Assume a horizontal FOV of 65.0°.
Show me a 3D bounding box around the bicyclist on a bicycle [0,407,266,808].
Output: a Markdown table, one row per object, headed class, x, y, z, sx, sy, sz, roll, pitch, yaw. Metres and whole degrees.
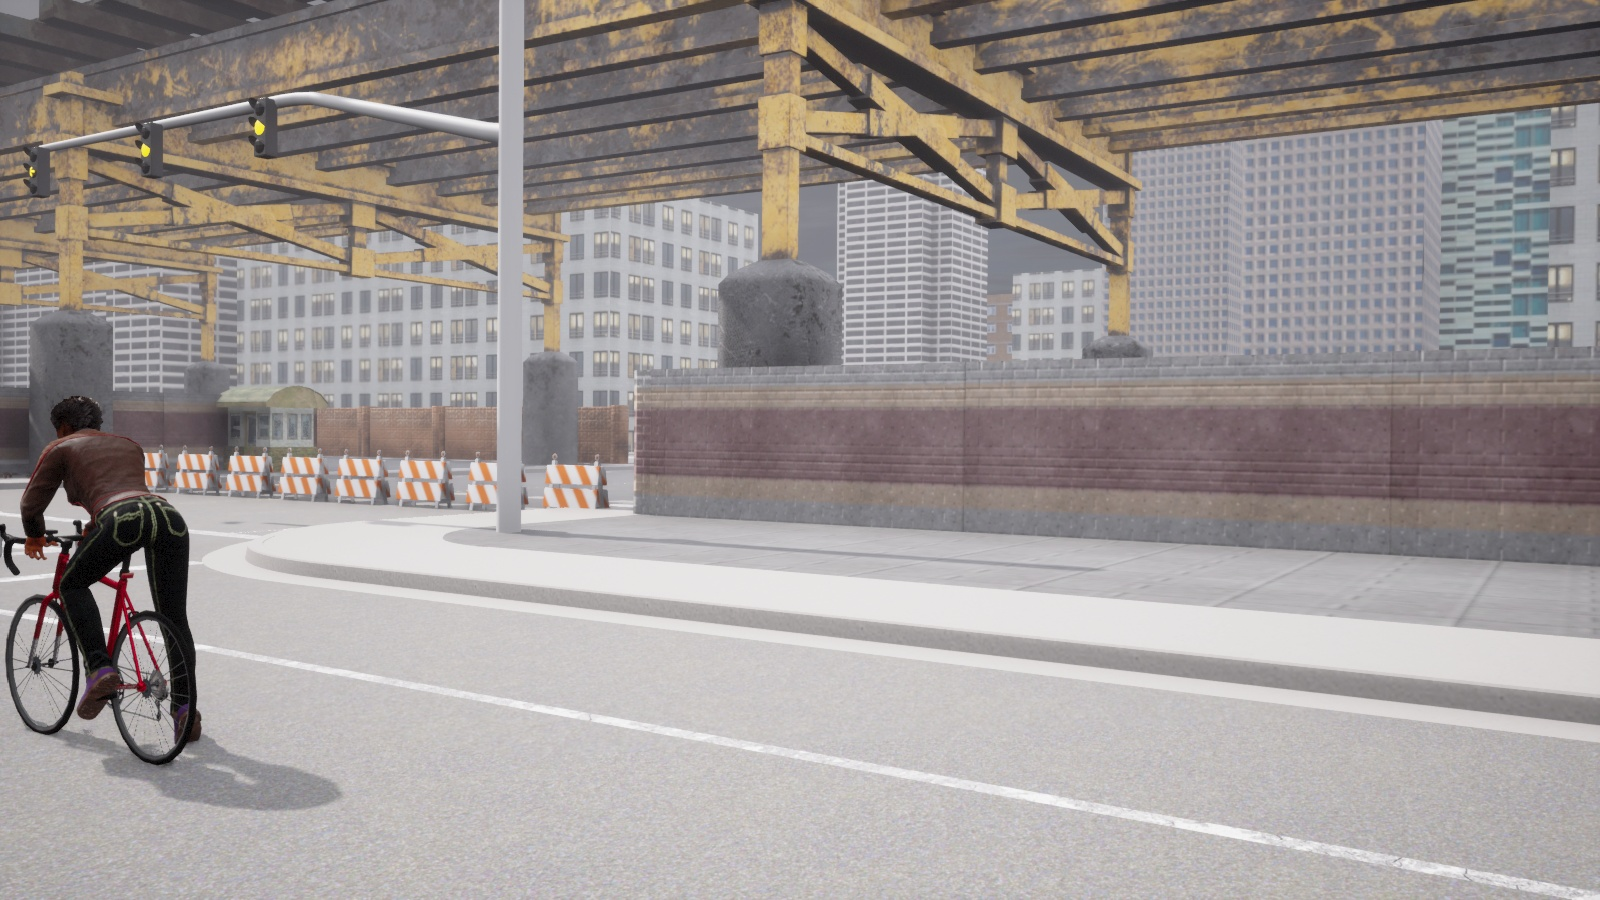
| class | x | y | z | sx | sy | sz | roll | pitch | yaw |
| --- | --- | --- | --- | --- | --- | --- | --- | --- | --- |
| bicyclist on a bicycle | -3.227 | 0.635 | 5.764 | 1.656 | 1.620 | 0.582 | 0 | 1 | 34 |
